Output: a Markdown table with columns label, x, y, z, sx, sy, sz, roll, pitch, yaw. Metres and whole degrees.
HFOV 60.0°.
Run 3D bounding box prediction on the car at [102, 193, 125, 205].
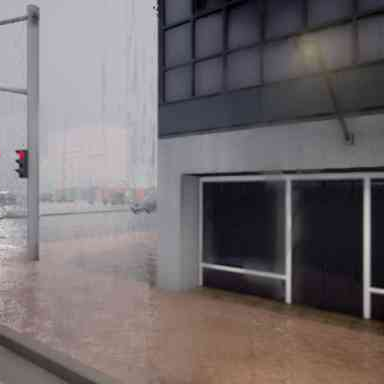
| label | x | y | z | sx | sy | sz | roll | pitch | yaw |
| --- | --- | --- | --- | --- | --- | --- | --- | --- | --- |
| car | -12.149 | 1.079 | 52.010 | 3.866 | 1.878 | 1.905 | 0 | 0 | 35 |

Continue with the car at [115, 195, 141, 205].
| label | x | y | z | sx | sy | sz | roll | pitch | yaw |
| --- | --- | --- | --- | --- | --- | --- | --- | --- | --- |
| car | -10.468 | 1.318 | 54.367 | 3.806 | 1.475 | 1.970 | 0 | 0 | 35 |

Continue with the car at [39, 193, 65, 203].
| label | x | y | z | sx | sy | sz | roll | pitch | yaw |
| --- | --- | --- | --- | --- | --- | --- | --- | --- | --- |
| car | -26.460 | 1.042 | 62.117 | 4.605 | 1.855 | 1.932 | 0 | 0 | 35 |

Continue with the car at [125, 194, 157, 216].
| label | x | y | z | sx | sy | sz | roll | pitch | yaw |
| --- | --- | --- | --- | --- | --- | --- | --- | --- | --- |
| car | -3.553 | 1.178 | 33.059 | 2.150 | 2.045 | 5.566 | 0 | 0 | 37 |

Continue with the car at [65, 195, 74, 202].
| label | x | y | z | sx | sy | sz | roll | pitch | yaw |
| --- | --- | --- | --- | --- | --- | --- | --- | --- | --- |
| car | -24.735 | 1.253 | 64.444 | 3.905 | 1.438 | 1.784 | 0 | 0 | 35 |
